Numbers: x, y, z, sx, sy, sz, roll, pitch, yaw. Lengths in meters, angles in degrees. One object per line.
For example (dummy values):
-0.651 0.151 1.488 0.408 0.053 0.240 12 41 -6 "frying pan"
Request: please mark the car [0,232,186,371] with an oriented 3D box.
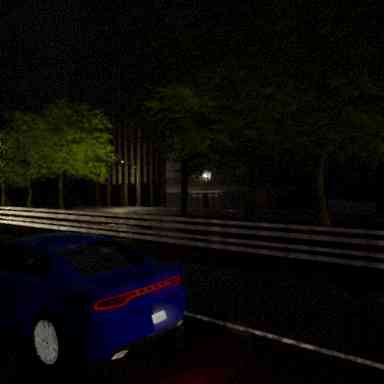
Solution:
-2.435 1.441 5.726 5.008 1.535 1.882 1 0 35 "car"
